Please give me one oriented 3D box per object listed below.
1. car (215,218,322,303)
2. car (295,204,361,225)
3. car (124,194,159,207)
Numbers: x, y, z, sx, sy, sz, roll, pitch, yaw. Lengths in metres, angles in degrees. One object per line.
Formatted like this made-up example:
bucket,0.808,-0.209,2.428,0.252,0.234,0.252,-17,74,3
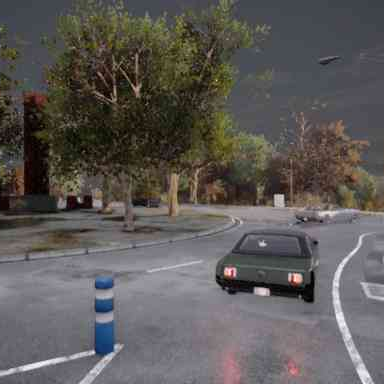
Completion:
car,2.141,1.575,8.316,1.895,1.301,4.718,0,0,22
car,9.459,1.485,22.987,4.718,1.301,1.895,0,0,-28
car,-6.638,1.129,43.503,4.553,1.767,2.097,0,1,25
